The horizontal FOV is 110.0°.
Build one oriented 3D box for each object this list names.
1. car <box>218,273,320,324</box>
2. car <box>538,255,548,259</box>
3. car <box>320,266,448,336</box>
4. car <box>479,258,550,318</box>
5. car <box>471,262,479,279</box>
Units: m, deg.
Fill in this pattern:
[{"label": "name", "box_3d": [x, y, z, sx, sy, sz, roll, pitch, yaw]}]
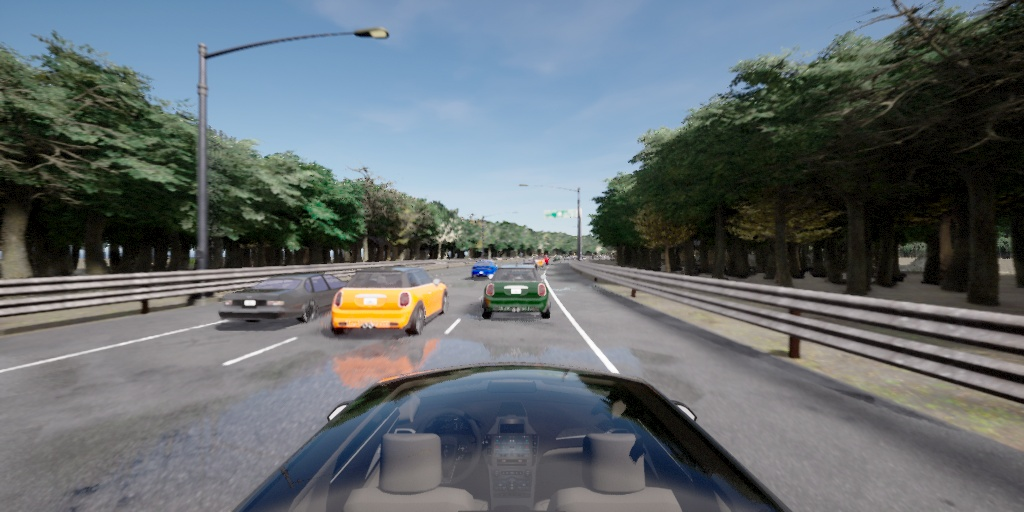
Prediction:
[{"label": "car", "box_3d": [-6.760, 1.264, 11.852, 2.033, 1.411, 5.357, 0, 0, 2]}, {"label": "car", "box_3d": [4.386, 0.952, 60.263, 2.097, 1.767, 4.553, 0, 0, 8]}, {"label": "car", "box_3d": [-3.264, 1.078, 10.509, 2.097, 1.767, 4.553, 0, 0, 1]}, {"label": "car", "box_3d": [0.185, 1.081, 13.001, 2.097, 1.767, 4.553, 0, 0, 2]}, {"label": "car", "box_3d": [-2.265, 1.157, 31.301, 1.882, 1.535, 5.008, 0, 0, 4]}]
